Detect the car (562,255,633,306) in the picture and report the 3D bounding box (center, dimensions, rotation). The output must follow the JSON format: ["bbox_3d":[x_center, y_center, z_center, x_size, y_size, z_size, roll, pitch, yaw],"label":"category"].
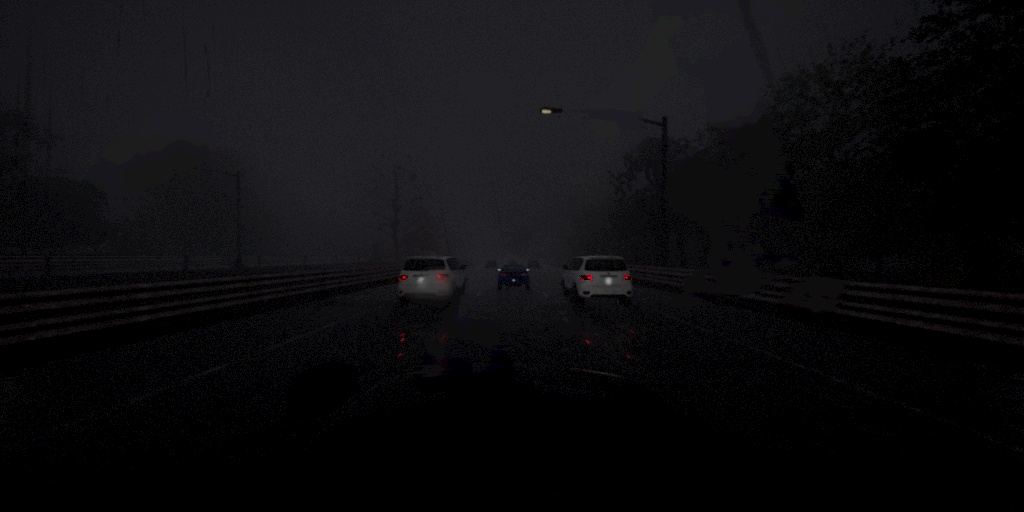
[{"bbox_3d":[3.599,0.989,16.036,2.150,2.045,5.566,0,0,0],"label":"car"}]

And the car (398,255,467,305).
[{"bbox_3d":[-3.402,0.989,16.220,2.150,2.045,5.566,0,0,0],"label":"car"}]

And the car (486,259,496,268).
[{"bbox_3d":[-3.407,1.305,61.403,2.128,1.511,4.902,0,0,0],"label":"car"}]

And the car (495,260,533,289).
[{"bbox_3d":[0.098,1.252,23.163,1.882,1.535,5.008,0,0,0],"label":"car"}]

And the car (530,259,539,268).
[{"bbox_3d":[3.594,1.305,61.184,2.128,1.511,4.902,0,0,0],"label":"car"}]
